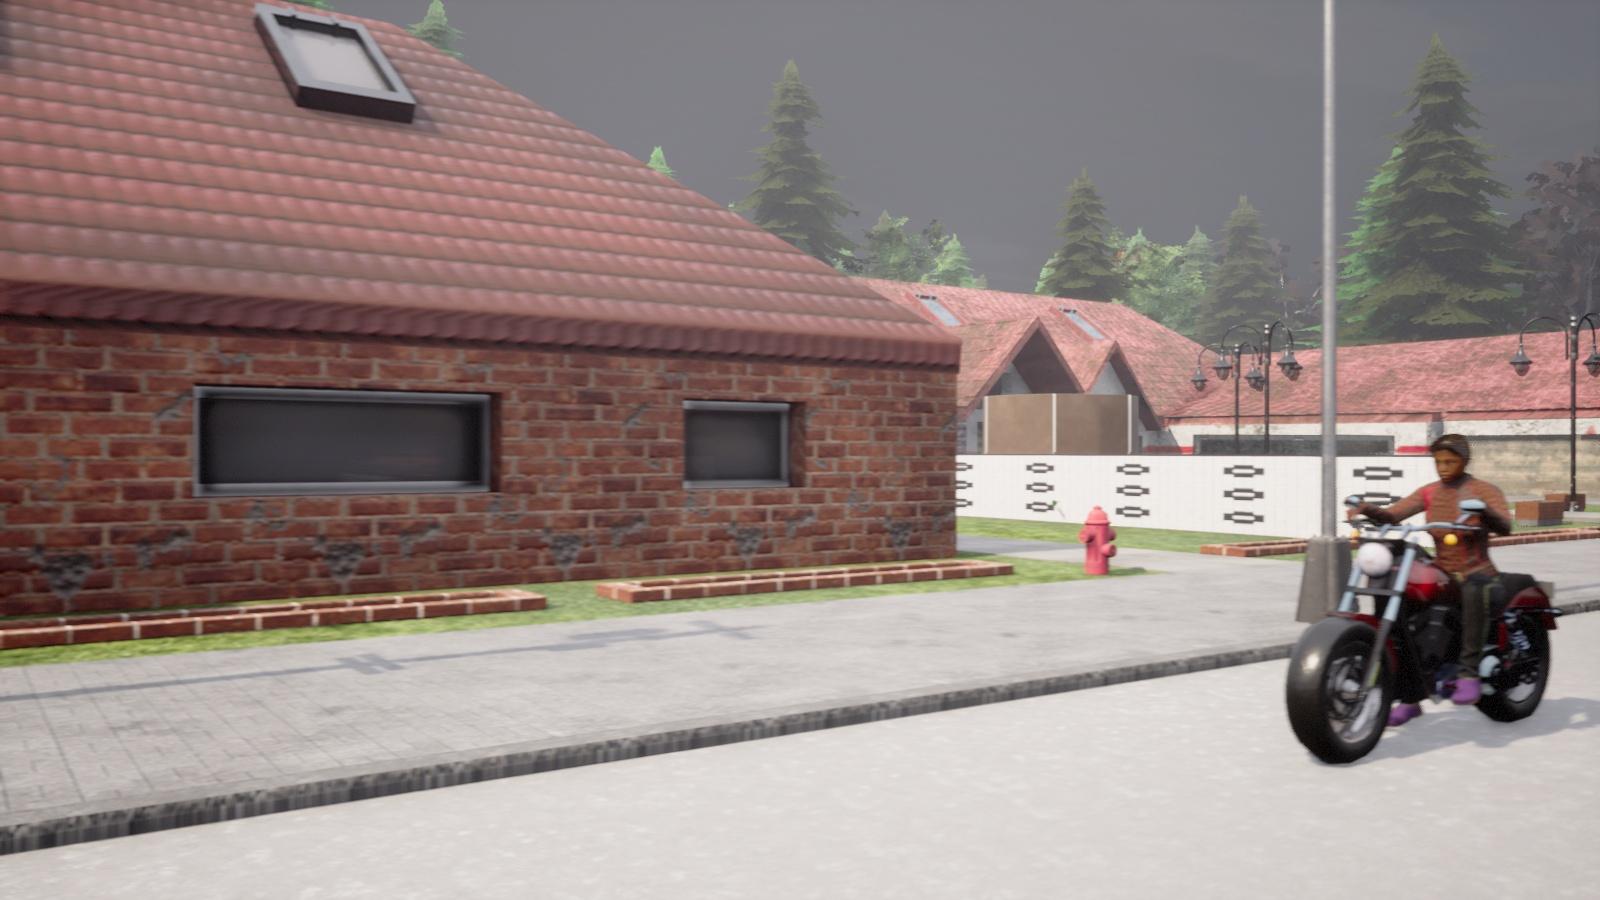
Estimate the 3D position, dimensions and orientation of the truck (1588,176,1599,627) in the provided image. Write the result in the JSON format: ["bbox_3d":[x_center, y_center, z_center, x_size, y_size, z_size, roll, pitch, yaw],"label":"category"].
[{"bbox_3d":[11.038,-0.414,11.957,8.468,3.827,2.891,0,0,-35],"label":"truck"}]

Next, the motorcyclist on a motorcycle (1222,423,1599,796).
[{"bbox_3d":[3.264,0.704,6.541,2.350,1.649,0.766,0,0,-35],"label":"motorcyclist on a motorcycle"}]
